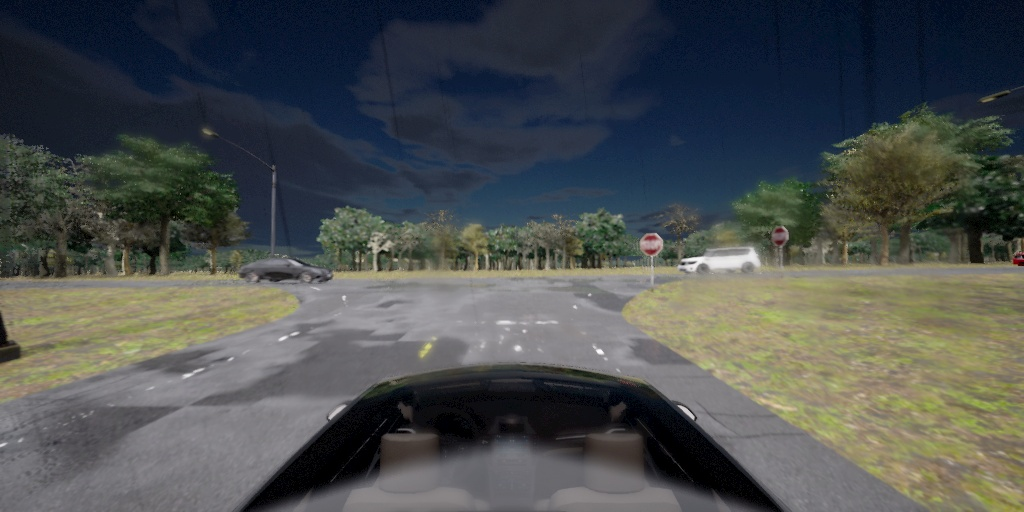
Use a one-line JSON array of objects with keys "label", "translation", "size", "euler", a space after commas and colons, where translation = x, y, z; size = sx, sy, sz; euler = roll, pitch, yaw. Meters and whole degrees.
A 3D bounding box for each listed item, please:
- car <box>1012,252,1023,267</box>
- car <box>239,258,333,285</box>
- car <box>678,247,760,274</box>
[{"label": "car", "translation": [42.267, -0.100, 27.550], "size": [5.566, 2.045, 2.150], "euler": [-3, -2, -1]}, {"label": "car", "translation": [-12.388, 0.812, 19.778], "size": [4.674, 1.442, 1.812], "euler": [0, -2, 1]}, {"label": "car", "translation": [15.556, 0.426, 27.043], "size": [5.566, 2.045, 2.150], "euler": [-3, -2, -1]}]
